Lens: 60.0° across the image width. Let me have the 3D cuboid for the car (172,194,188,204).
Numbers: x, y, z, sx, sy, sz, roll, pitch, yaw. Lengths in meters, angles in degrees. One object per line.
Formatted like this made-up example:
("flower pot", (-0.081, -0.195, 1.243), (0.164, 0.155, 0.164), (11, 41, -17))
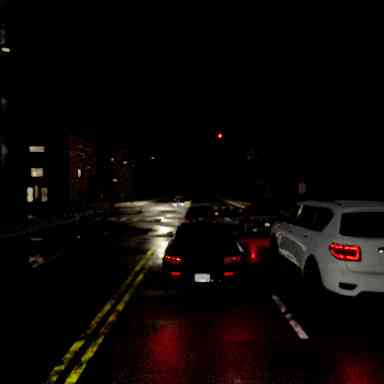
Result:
("car", (-2.256, 1.343, 57.889), (1.994, 1.385, 4.181), (0, 0, 1))

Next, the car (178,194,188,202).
("car", (-1.952, 1.248, 72.907), (2.128, 1.511, 4.902), (0, 0, 1))

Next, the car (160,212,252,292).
("car", (0.265, 1.491, 8.744), (1.812, 1.442, 4.674), (0, 0, 2))

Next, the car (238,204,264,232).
("car", (3.700, 1.405, 18.444), (1.882, 1.535, 5.008), (0, 0, 2))

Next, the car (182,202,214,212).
("car", (0.448, 1.476, 18.323), (2.033, 1.411, 5.357), (0, 0, 1))

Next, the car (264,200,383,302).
("car", (3.505, 1.190, 8.265), (2.150, 2.045, 5.566), (0, 1, 1))
